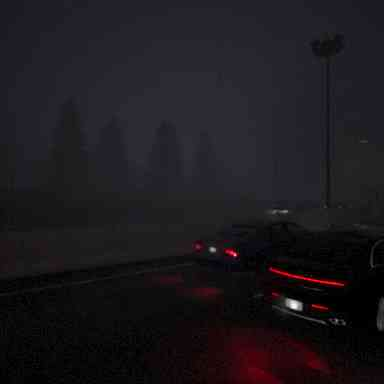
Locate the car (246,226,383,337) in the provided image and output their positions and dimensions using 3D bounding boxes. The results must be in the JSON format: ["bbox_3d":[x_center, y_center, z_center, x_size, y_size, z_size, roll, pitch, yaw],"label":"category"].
[{"bbox_3d":[3.470,1.515,6.749,4.892,1.490,1.837,0,0,-39],"label":"car"}]

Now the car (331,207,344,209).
[{"bbox_3d":[15.842,1.656,36.396,1.895,1.301,4.718,0,0,33],"label":"car"}]

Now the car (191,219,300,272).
[{"bbox_3d":[2.448,1.567,10.351,5.357,1.411,2.033,0,0,-40],"label":"car"}]
